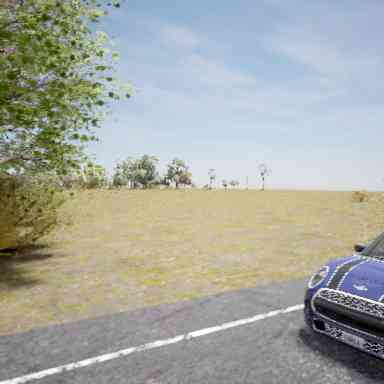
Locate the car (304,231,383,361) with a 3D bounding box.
[{"bbox_3d":[4.000,1.341,5.546,4.553,1.767,2.097,0,0,-32],"label":"car"}]
